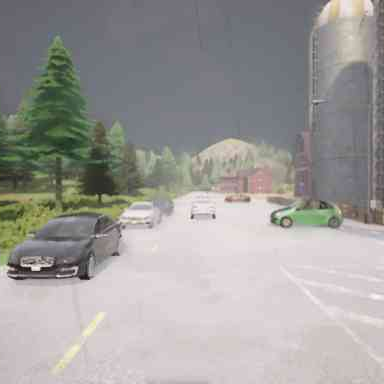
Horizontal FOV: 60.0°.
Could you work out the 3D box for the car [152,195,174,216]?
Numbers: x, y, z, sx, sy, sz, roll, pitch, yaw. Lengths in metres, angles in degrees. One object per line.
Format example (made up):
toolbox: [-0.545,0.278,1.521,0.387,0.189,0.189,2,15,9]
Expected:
car: [-2.716,1.046,28.531,2.097,1.767,4.553,0,1,2]

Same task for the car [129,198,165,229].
car: [-2.956,1.312,19.912,1.812,1.442,4.674,0,1,2]

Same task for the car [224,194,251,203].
car: [7.173,0.984,52.564,4.181,1.381,1.994,0,1,1]

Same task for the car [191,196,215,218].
car: [0.896,1.238,26.638,1.812,1.442,4.674,0,1,2]

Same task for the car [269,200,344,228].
car: [6.620,1.270,19.557,3.988,1.617,1.851,0,1,1]

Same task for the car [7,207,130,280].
car: [-3.338,1.401,9.701,1.837,1.490,4.892,0,0,2]
